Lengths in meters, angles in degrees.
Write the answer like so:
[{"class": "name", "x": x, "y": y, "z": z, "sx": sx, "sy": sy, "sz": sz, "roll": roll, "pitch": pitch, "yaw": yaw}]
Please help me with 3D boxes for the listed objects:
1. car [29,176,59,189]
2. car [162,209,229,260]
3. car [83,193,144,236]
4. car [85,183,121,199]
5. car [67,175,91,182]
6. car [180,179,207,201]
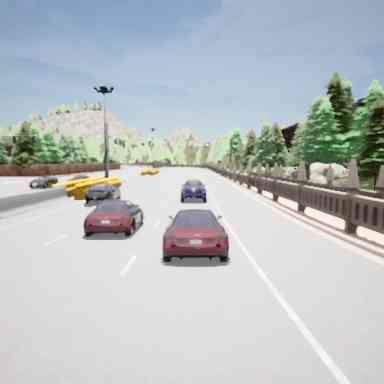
[{"class": "car", "x": -17.428, "y": -1.172, "z": 39.298, "sx": 2.128, "sy": 1.511, "sz": 4.902, "roll": 0, "pitch": 5, "yaw": 1}, {"class": "car", "x": 0.106, "y": 1.245, "z": 11.139, "sx": 1.994, "sy": 1.385, "sz": 4.181, "roll": 0, "pitch": 3, "yaw": 0}, {"class": "car", "x": -3.393, "y": 1.022, "z": 15.028, "sx": 1.994, "sy": 1.385, "sz": 4.181, "roll": 0, "pitch": 4, "yaw": 0}, {"class": "car", "x": -6.873, "y": 0.037, "z": 26.018, "sx": 2.128, "sy": 1.511, "sz": 4.902, "roll": 0, "pitch": 5, "yaw": 0}, {"class": "car", "x": -13.897, "y": -1.379, "z": 41.441, "sx": 1.882, "sy": 1.535, "sz": 5.008, "roll": 0, "pitch": 5, "yaw": 0}, {"class": "car", "x": 0.135, "y": -0.288, "z": 28.050, "sx": 2.097, "sy": 1.767, "sz": 4.553, "roll": 0, "pitch": 5, "yaw": 0}]
